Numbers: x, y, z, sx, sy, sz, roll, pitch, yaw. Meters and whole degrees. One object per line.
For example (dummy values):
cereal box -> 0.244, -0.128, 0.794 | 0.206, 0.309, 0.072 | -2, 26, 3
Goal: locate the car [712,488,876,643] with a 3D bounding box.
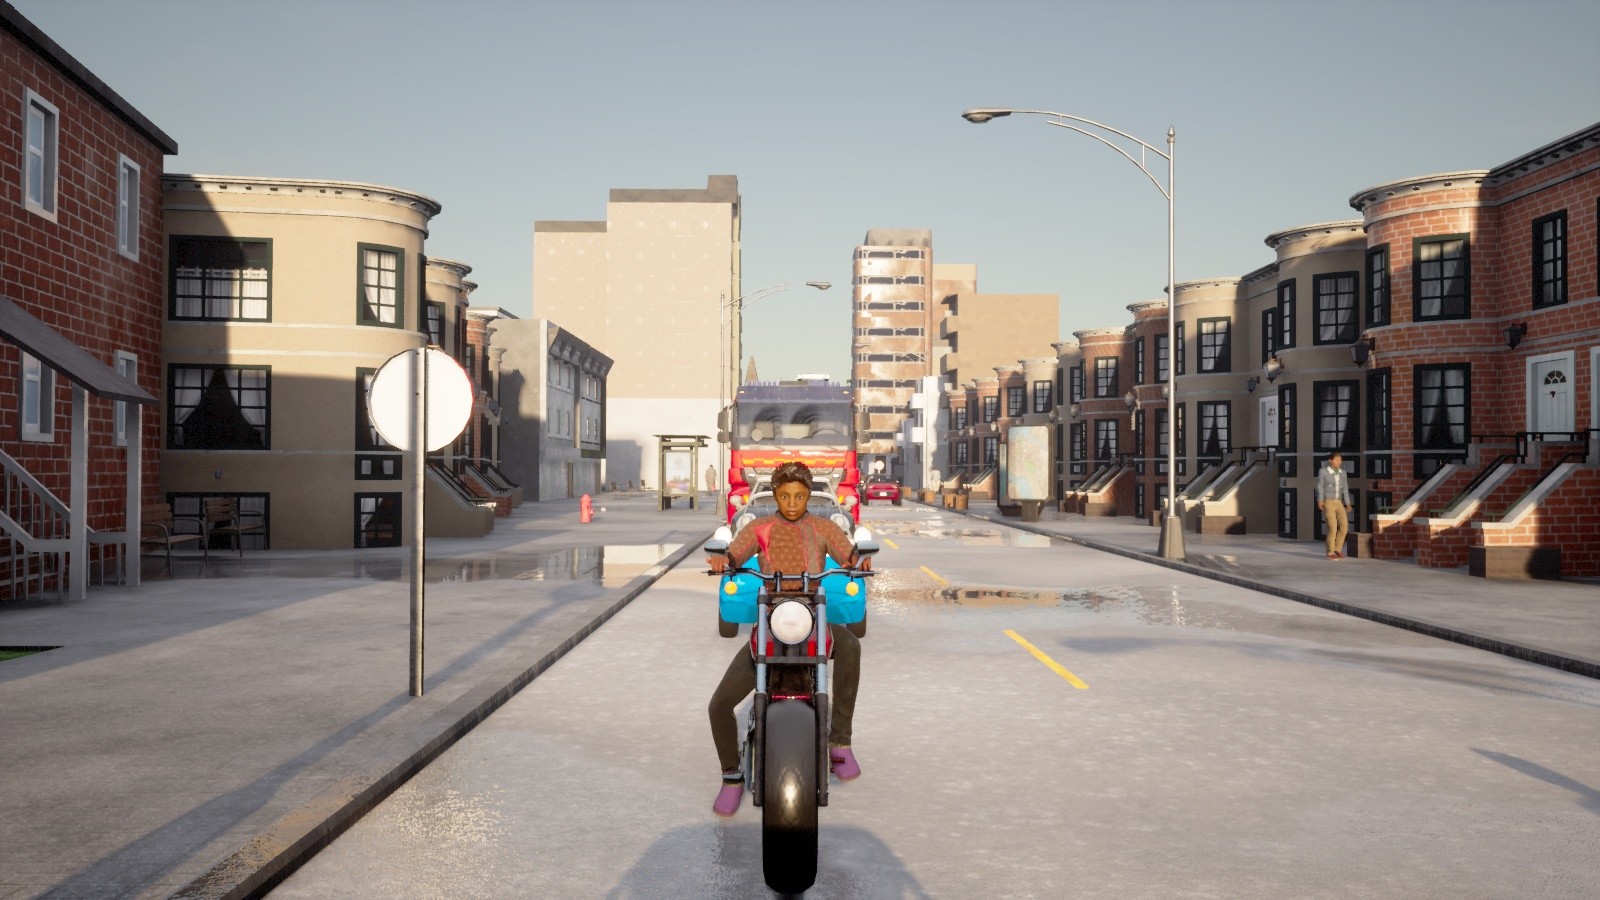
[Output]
car -> -0.062, 1.078, 12.451 | 1.481, 1.376, 2.207 | 0, -1, 0

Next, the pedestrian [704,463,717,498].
pedestrian -> -5.143, 1.755, 72.265 | 0.659, 1.952, 0.873 | 0, -1, 1

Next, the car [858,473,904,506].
car -> 3.730, 1.793, 58.494 | 1.816, 1.474, 4.193 | 0, -1, 0

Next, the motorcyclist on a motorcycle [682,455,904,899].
motorcyclist on a motorcycle -> -0.031, 0.858, 5.541 | 0.766, 1.649, 2.350 | 0, -1, 0

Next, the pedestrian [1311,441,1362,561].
pedestrian -> 8.913, 0.838, 20.884 | 0.423, 1.949, 0.788 | 0, -1, -8

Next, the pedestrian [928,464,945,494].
pedestrian -> 8.335, 1.776, 76.722 | 0.874, 1.855, 0.900 | 0, -1, -9

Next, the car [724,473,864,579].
car -> -0.096, 1.109, 19.632 | 1.970, 1.475, 3.806 | 0, -1, 0

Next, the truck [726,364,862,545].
truck -> -0.150, 0.168, 30.923 | 2.891, 3.827, 8.468 | 0, -1, 0
